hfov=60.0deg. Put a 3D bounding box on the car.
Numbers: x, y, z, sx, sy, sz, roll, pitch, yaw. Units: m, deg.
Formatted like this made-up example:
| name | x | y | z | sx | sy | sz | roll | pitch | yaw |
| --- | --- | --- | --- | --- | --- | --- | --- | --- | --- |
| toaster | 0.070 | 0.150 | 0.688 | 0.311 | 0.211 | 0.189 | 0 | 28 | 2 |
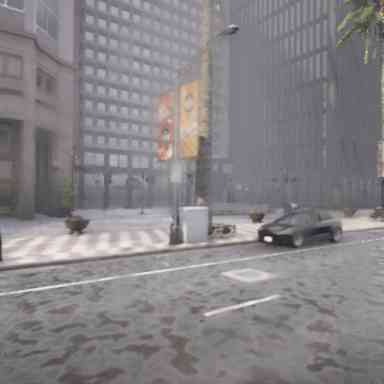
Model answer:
| name | x | y | z | sx | sy | sz | roll | pitch | yaw |
| --- | --- | --- | --- | --- | --- | --- | --- | --- | --- |
| car | 5.241 | 1.663 | 15.823 | 4.786 | 1.482 | 2.161 | 1 | 0 | -36 |
